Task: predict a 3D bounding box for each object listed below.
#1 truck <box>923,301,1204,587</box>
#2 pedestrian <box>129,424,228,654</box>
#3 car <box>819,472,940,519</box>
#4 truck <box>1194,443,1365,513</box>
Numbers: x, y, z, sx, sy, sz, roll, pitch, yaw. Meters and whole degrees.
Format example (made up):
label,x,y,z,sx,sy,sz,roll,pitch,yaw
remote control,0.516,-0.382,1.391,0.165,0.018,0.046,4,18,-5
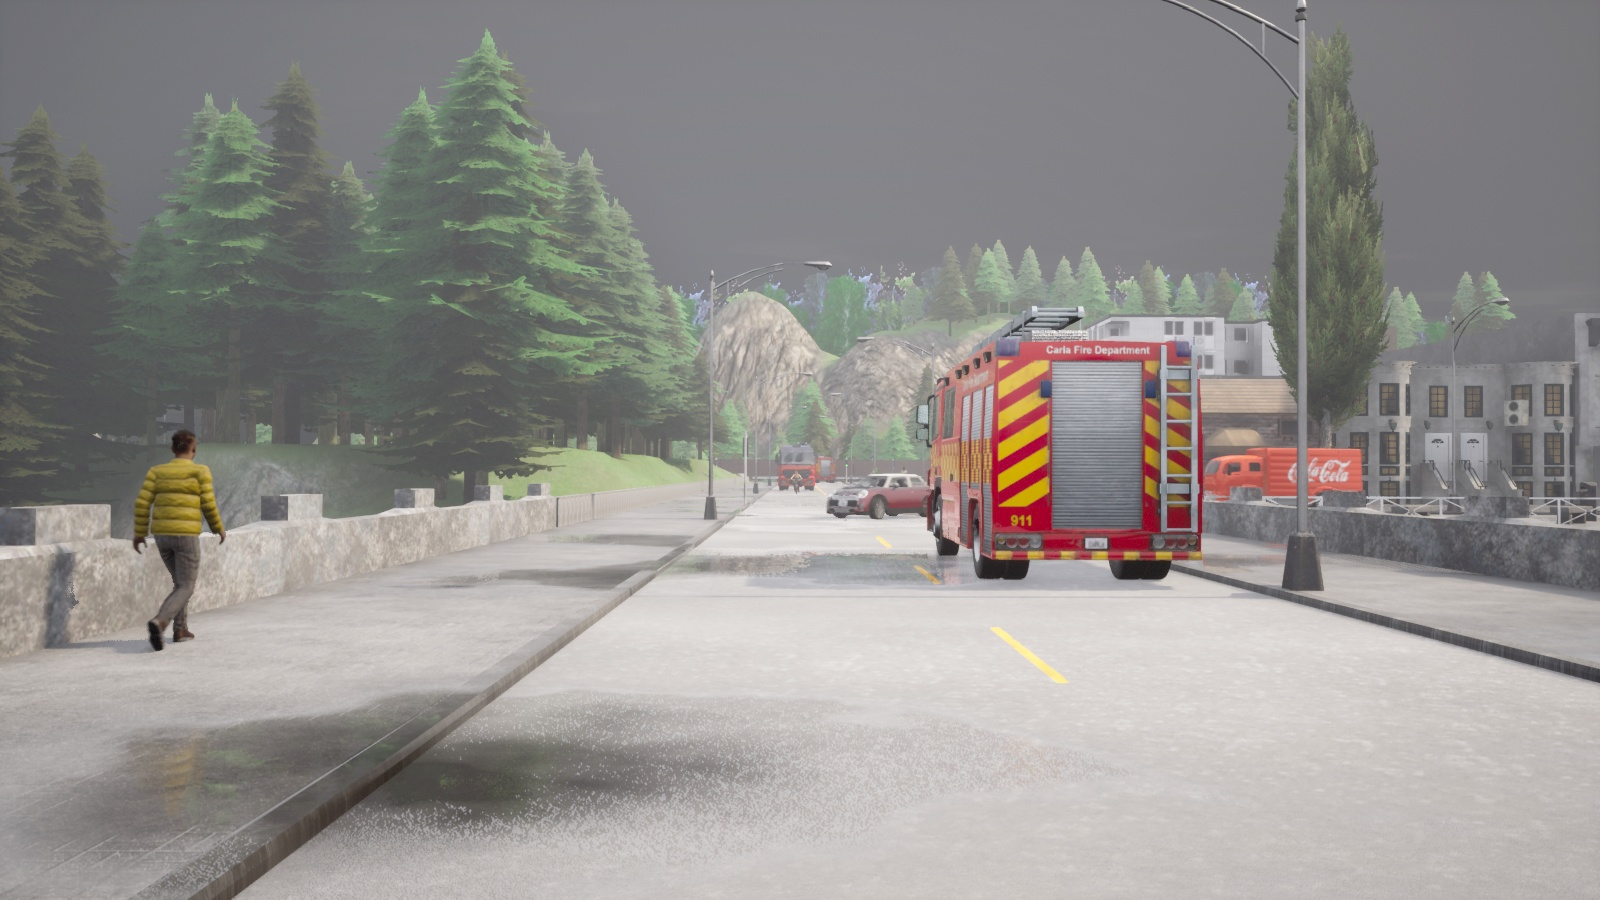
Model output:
label,x,y,z,sx,sy,sz,roll,pitch,yaw
truck,3.942,-0.013,21.061,2.891,3.827,8.468,0,-1,0
pedestrian,-5.146,0.720,10.427,0.431,1.840,0.709,0,-1,3
car,2.668,1.466,41.572,3.806,1.475,1.970,1,-1,-45
truck,17.372,1.026,45.757,5.204,2.467,2.627,0,-1,0
